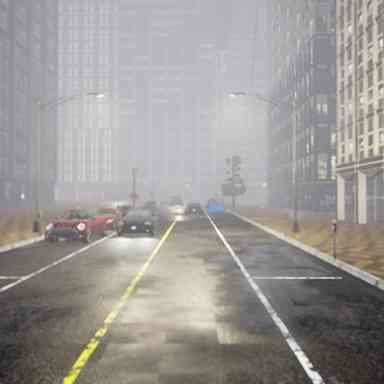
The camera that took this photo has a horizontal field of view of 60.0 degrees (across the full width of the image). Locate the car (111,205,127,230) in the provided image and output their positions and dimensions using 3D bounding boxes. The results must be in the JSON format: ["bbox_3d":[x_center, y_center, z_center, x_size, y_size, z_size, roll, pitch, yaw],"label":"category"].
[{"bbox_3d":[-5.594,1.736,22.077,1.802,1.307,4.206,1,0,0],"label":"car"}]

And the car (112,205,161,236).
[{"bbox_3d":[-3.019,1.699,19.291,1.994,1.385,4.181,0,0,0],"label":"car"}]

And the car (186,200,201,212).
[{"bbox_3d":[0.253,1.876,45.016,1.994,1.385,4.181,0,0,1],"label":"car"}]

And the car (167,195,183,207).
[{"bbox_3d":[-2.812,1.636,60.002,2.150,2.045,5.566,0,-1,1],"label":"car"}]

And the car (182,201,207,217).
[{"bbox_3d":[0.231,1.808,35.081,1.994,1.385,4.181,0,0,0],"label":"car"}]

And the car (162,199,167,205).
[{"bbox_3d":[-5.538,2.011,67.216,2.008,1.369,4.403,1,0,0],"label":"car"}]

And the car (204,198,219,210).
[{"bbox_3d":[2.903,1.788,50.247,1.967,1.590,4.097,1,0,0],"label":"car"}]

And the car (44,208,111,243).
[{"bbox_3d":[-5.616,1.555,16.436,1.967,1.590,4.097,1,0,0],"label":"car"}]

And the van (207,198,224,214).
[{"bbox_3d":[2.859,1.612,38.966,1.690,1.788,3.998,1,0,0],"label":"van"}]

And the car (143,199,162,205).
[{"bbox_3d":[-5.502,1.875,44.647,1.947,1.339,4.313,1,0,0],"label":"car"}]

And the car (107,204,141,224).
[{"bbox_3d":[-5.571,1.759,27.720,1.947,1.339,4.313,1,0,0],"label":"car"}]
